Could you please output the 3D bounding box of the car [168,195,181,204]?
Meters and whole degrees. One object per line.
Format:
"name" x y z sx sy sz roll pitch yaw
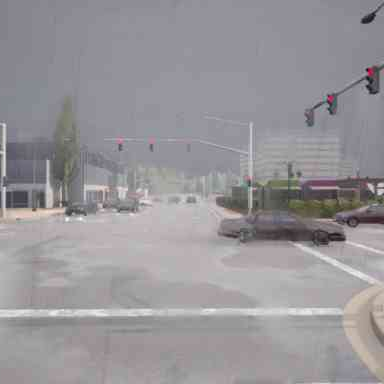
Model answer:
"car" -3.608 1.547 64.559 2.033 1.411 5.357 0 0 0

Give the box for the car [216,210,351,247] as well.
"car" 3.789 1.547 14.713 5.357 1.411 2.033 0 0 11

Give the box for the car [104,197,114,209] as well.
"car" -10.672 1.504 44.765 1.837 1.490 4.892 0 0 0

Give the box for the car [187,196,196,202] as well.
"car" -0.125 1.468 74.870 1.895 1.301 4.718 0 0 0

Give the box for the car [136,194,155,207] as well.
"car" -7.171 1.526 51.048 1.812 1.442 4.674 0 0 0

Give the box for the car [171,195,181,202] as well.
"car" -3.625 1.425 74.832 1.994 1.385 4.181 0 0 0

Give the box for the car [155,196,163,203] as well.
"car" -7.117 1.572 69.047 1.994 1.385 4.181 0 0 0

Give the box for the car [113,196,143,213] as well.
"car" -7.163 1.505 37.675 1.837 1.490 4.892 0 0 0

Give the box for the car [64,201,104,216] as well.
"car" -10.654 1.547 32.583 2.033 1.411 5.357 0 0 0

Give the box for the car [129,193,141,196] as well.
"car" -10.661 1.223 62.249 2.150 2.045 5.566 0 0 0

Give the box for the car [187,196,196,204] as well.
"car" -0.108 1.491 64.565 2.128 1.511 4.902 0 0 0

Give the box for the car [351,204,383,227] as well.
"car" 11.769 1.526 21.917 4.674 1.442 1.812 0 0 1
